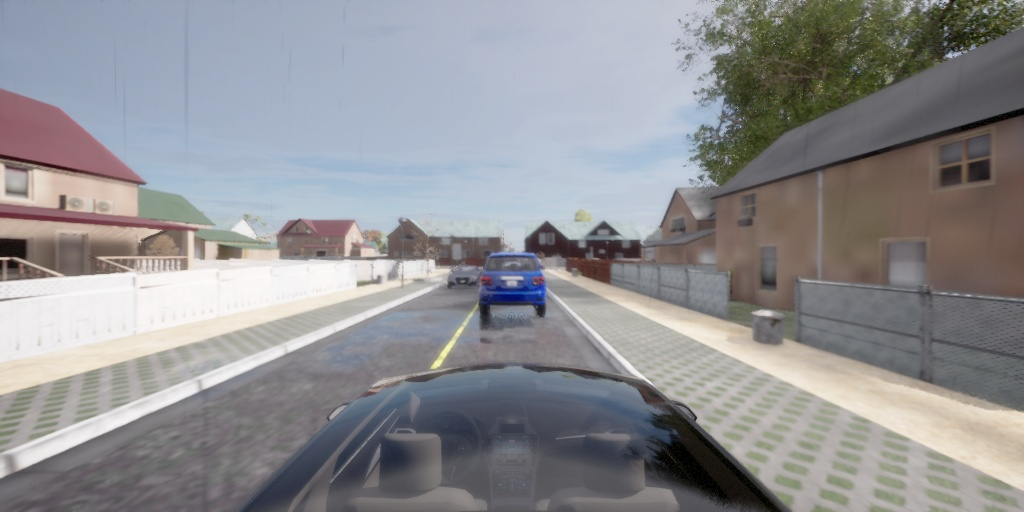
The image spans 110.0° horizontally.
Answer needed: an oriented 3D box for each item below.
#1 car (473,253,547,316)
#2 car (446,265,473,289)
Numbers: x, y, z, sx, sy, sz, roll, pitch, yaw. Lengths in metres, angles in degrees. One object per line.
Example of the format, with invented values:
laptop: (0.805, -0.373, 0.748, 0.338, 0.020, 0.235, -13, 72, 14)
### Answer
car: (0.072, 0.936, 13.270, 2.150, 2.045, 5.566, 0, -1, 1)
car: (-2.837, 1.260, 22.513, 1.994, 1.385, 4.181, 0, 0, 0)
